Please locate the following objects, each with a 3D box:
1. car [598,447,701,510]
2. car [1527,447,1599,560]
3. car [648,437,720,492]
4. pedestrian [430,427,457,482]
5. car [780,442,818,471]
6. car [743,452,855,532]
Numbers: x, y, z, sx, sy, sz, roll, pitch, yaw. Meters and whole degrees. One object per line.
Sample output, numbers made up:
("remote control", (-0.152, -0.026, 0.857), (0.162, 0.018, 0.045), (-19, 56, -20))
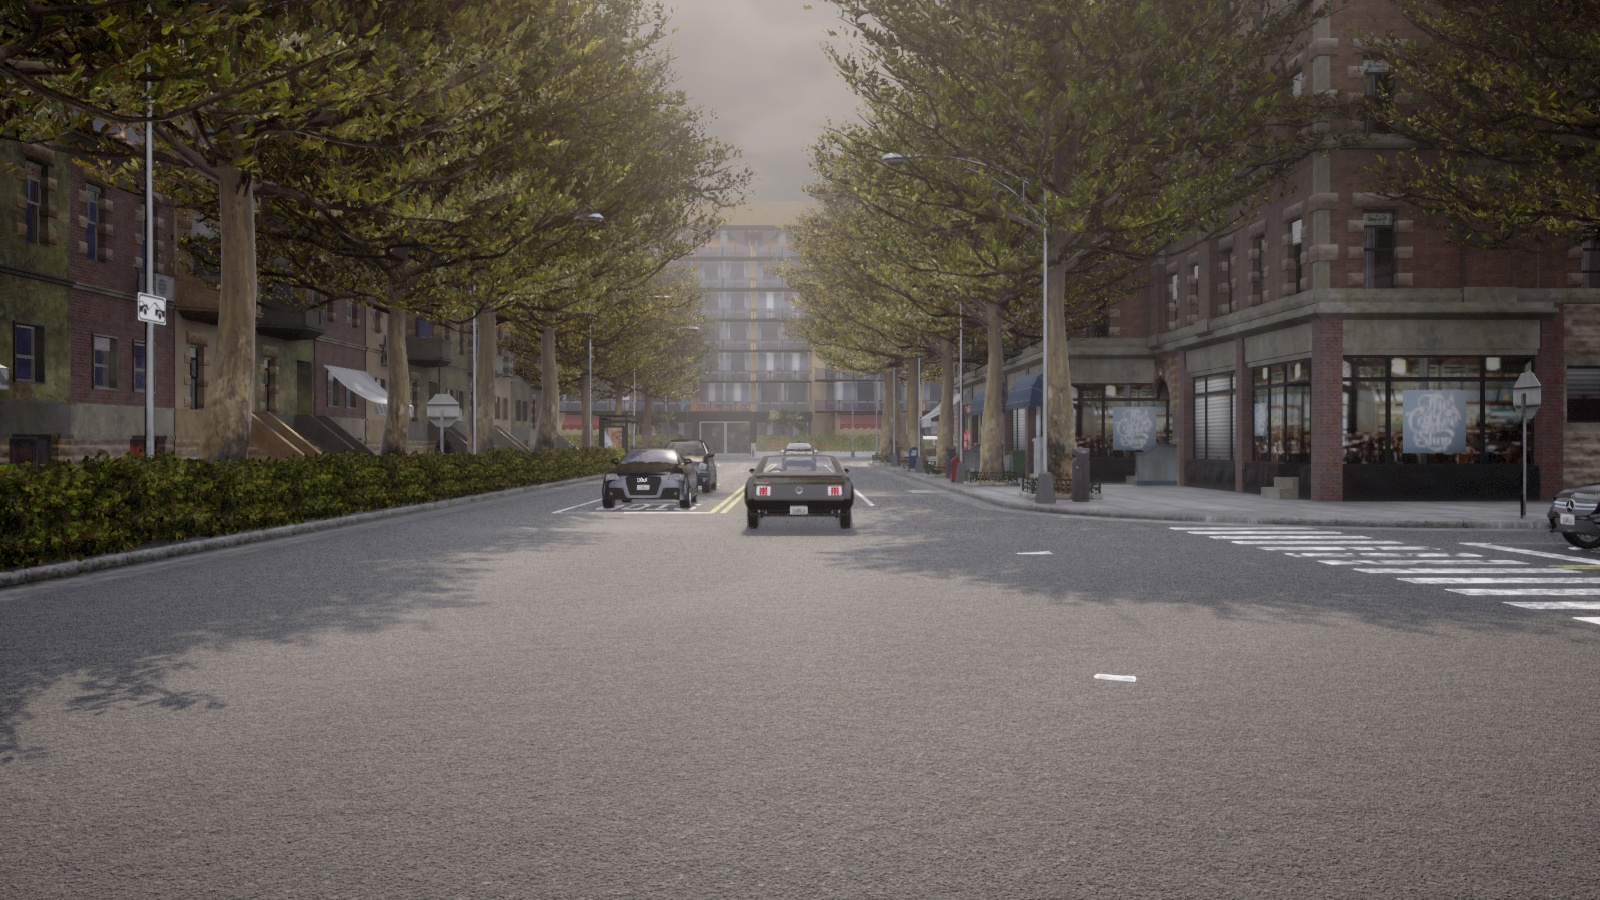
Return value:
("car", (-3.518, 0.638, 30.072), (1.994, 1.385, 4.181), (0, 0, 0))
("car", (12.593, 0.687, 16.822), (4.674, 1.442, 1.812), (0, 0, -1))
("car", (-3.528, 0.422, 38.868), (1.851, 1.617, 3.988), (0, 0, 0))
("pedestrian", (-12.181, 0.151, 42.933), (0.563, 1.883, 0.849), (0, 0, 9))
("car", (-0.049, 0.314, 67.182), (2.007, 1.525, 4.514), (0, 0, 0))
("car", (-0.017, 0.714, 23.501), (1.895, 1.301, 4.718), (0, 0, 0))
